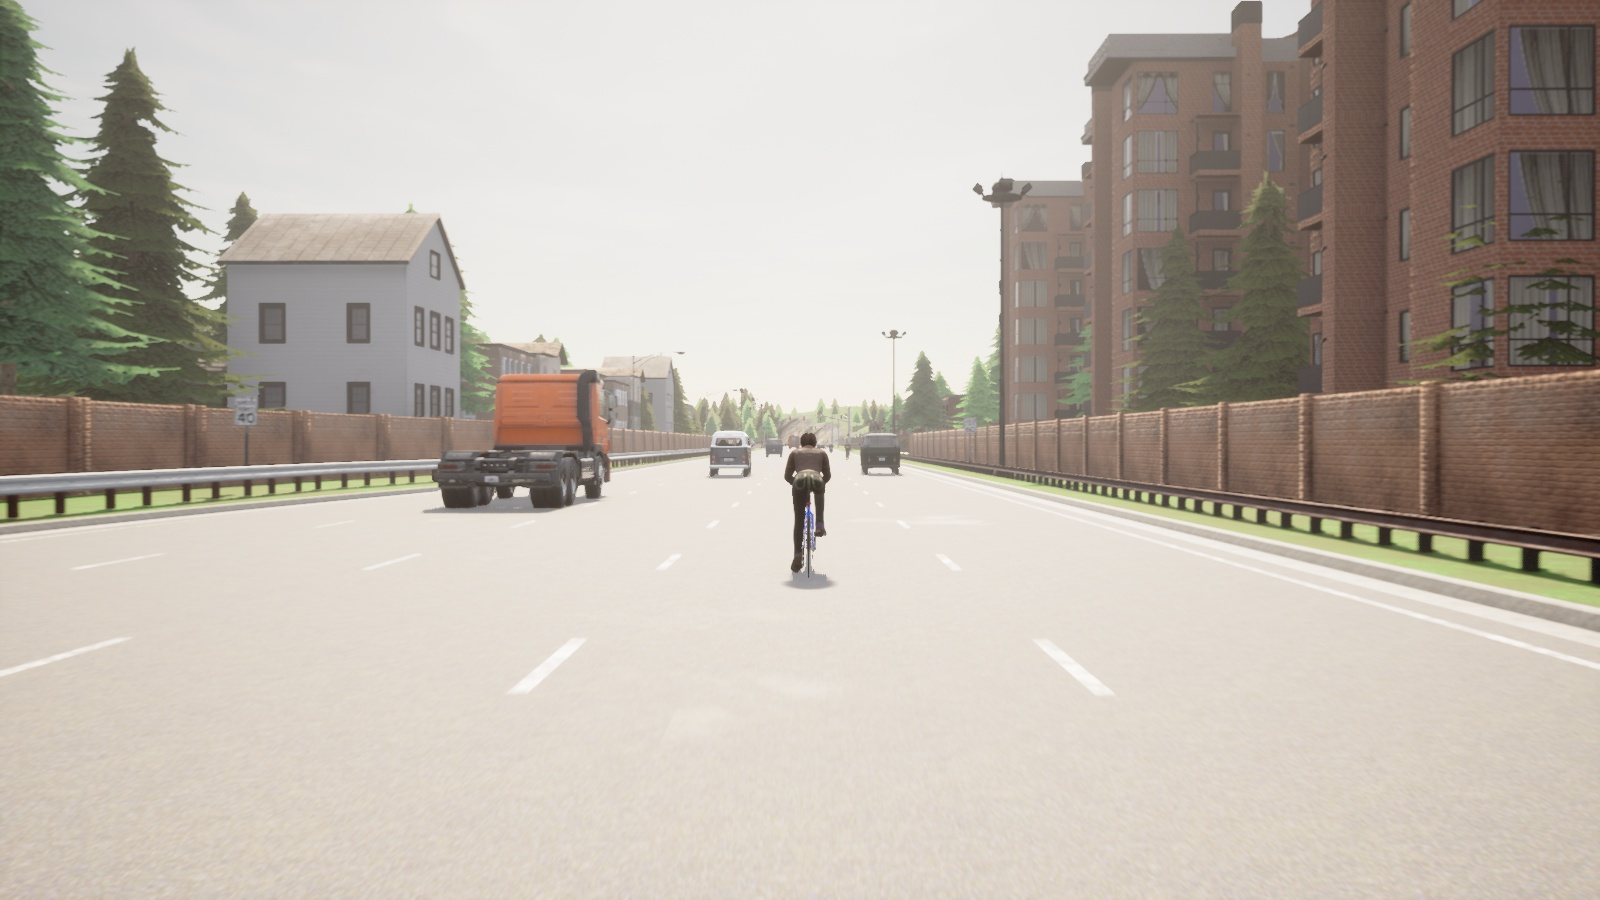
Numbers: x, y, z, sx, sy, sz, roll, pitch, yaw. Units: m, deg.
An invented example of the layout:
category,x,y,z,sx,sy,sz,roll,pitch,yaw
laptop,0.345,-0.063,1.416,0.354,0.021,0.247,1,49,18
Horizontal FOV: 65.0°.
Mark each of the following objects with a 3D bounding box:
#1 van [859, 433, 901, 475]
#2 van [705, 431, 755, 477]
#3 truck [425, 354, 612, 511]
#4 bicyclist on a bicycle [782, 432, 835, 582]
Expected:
category,x,y,z,sx,sy,sz,roll,pitch,yaw
van,3.863,0.168,61.030,1.775,1.987,4.442,0,0,0
van,-3.158,0.152,57.667,2.069,2.038,4.480,0,0,0
truck,-6.804,-0.414,31.661,2.891,3.462,7.936,0,0,0
bicyclist on a bicycle,0.098,0.620,14.467,0.582,1.620,1.656,0,0,0
